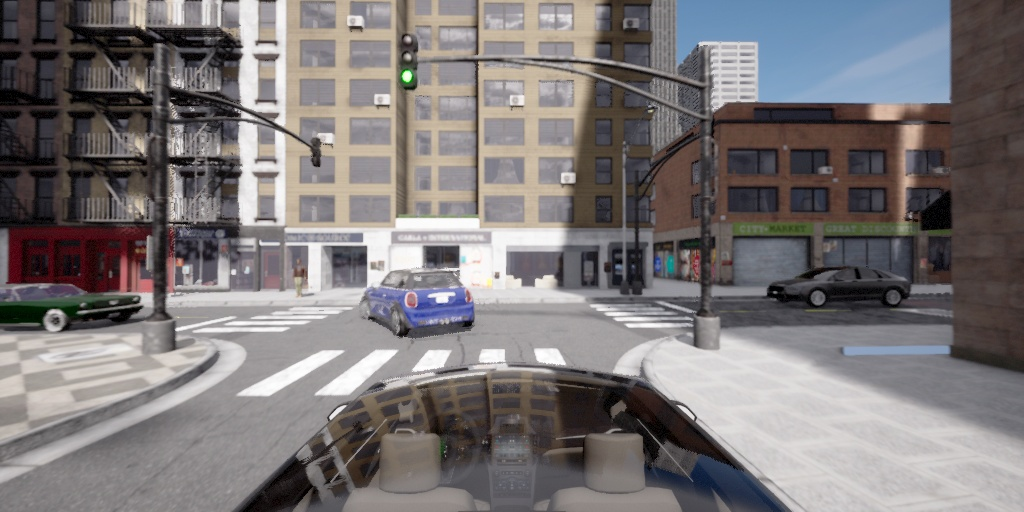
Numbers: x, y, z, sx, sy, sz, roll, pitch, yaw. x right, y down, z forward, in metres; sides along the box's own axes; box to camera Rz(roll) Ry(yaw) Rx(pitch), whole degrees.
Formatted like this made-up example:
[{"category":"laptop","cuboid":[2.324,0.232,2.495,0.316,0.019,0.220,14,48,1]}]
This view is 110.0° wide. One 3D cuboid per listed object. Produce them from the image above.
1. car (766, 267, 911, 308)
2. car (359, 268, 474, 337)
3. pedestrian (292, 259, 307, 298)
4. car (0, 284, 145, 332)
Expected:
[{"category":"car","cuboid":[12.891,1.179,14.322,4.892,1.490,1.837,-1,0,-1]},{"category":"car","cuboid":[-3.022,1.148,10.881,2.097,1.767,4.553,0,0,-36]},{"category":"pedestrian","cuboid":[-10.152,1.043,17.074,0.375,1.860,0.375,0,0,-1]},{"category":"car","cuboid":[-14.194,1.489,10.785,4.718,1.301,1.895,0,0,-1]}]
